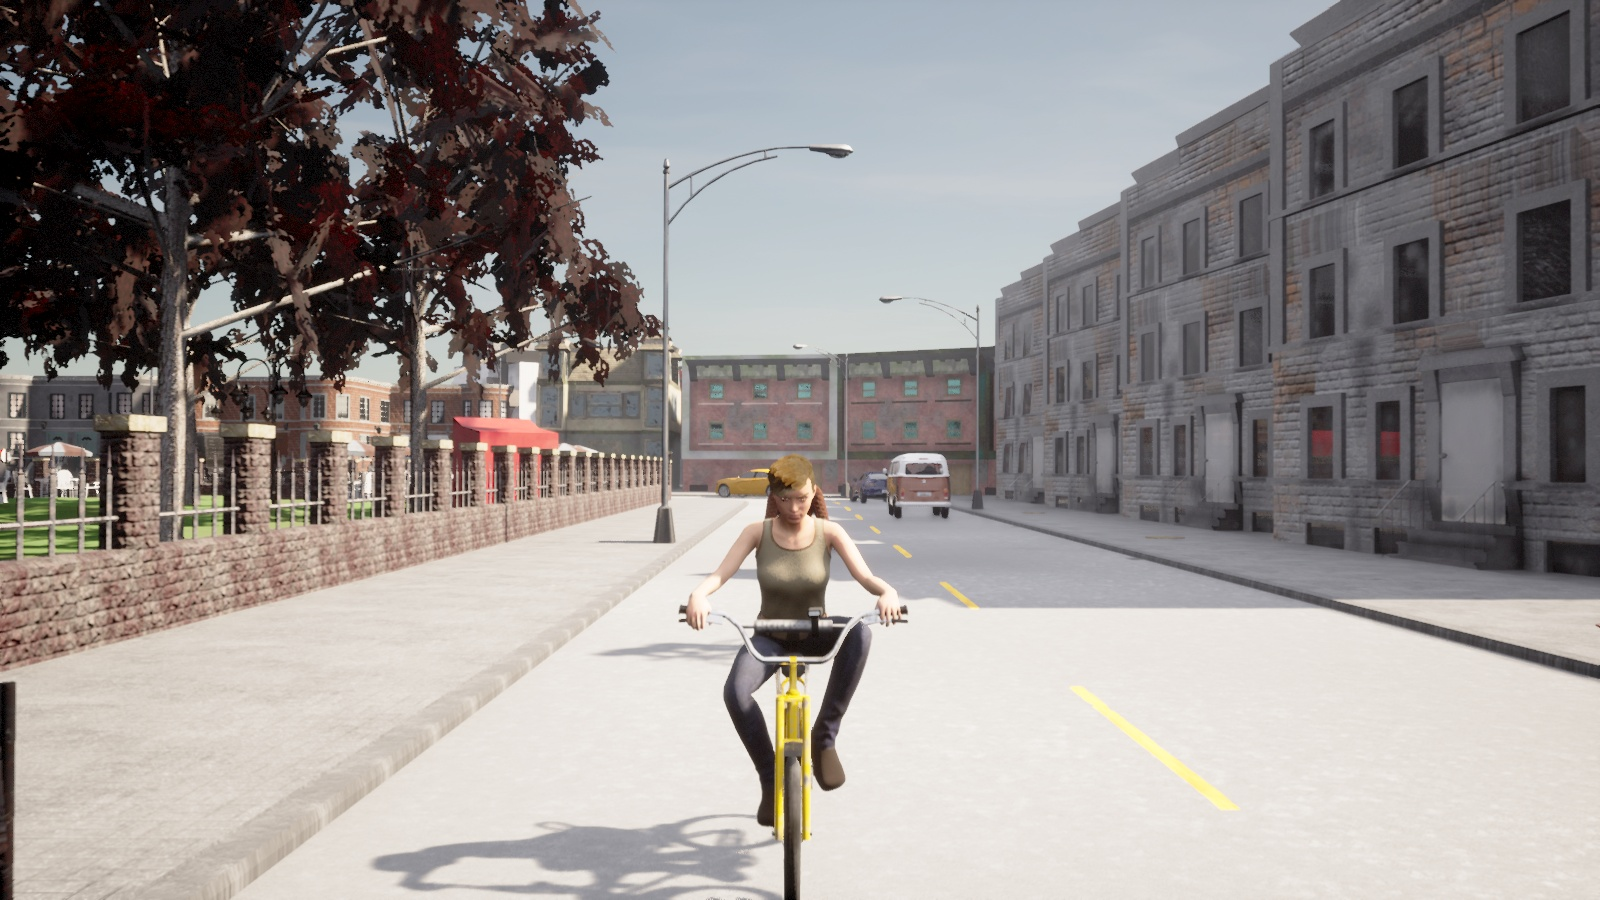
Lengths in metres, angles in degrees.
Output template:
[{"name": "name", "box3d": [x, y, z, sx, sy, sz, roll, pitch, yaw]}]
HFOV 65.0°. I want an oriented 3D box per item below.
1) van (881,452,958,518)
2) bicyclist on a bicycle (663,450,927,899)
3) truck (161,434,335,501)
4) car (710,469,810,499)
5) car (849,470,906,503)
[{"name": "van", "box3d": [3.849, 1.115, 41.123, 2.069, 2.038, 4.480, 0, -1, 0]}, {"name": "bicyclist on a bicycle", "box3d": [-0.021, 0.819, 4.910, 0.866, 1.612, 1.509, 0, -1, 0]}, {"name": "truck", "box3d": [-29.201, 0.915, 66.658, 7.936, 3.462, 2.891, 0, -1, 0]}, {"name": "car", "box3d": [-2.111, 1.750, 65.408, 5.008, 1.535, 1.882, -1, -1, 33]}, {"name": "car", "box3d": [3.517, 1.667, 57.953, 1.812, 1.442, 4.674, 0, -1, -7]}]
